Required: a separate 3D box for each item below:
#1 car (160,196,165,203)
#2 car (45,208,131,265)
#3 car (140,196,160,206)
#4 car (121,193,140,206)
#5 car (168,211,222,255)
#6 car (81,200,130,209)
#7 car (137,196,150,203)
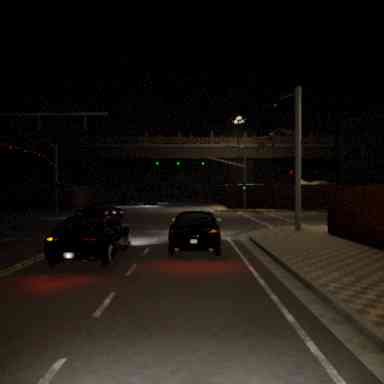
[{"bbox_3d":[-6.987,1.575,71.758,1.812,1.442,4.674,0,0,0],"label":"car"},{"bbox_3d":[-3.416,1.513,11.663,1.837,1.490,4.892,0,0,0],"label":"car"},{"bbox_3d":[-7.046,1.604,56.224,1.994,1.385,4.181,0,0,0],"label":"car"},{"bbox_3d":[-10.540,1.262,56.276,2.150,2.045,5.566,0,0,1],"label":"car"},{"bbox_3d":[0.182,1.487,13.455,1.882,1.535,5.008,0,0,3],"label":"car"},{"bbox_3d":[-7.294,1.541,25.908,2.033,1.411,5.357,0,0,-41],"label":"car"},{"bbox_3d":[-10.486,1.591,72.136,2.033,1.411,5.357,0,0,0],"label":"car"}]
